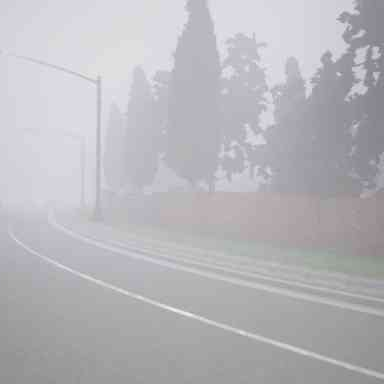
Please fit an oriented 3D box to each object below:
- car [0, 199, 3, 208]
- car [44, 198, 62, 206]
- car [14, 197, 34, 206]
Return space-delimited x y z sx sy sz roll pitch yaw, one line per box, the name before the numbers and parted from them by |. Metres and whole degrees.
car | -25.487 1.264 41.925 2.128 1.511 4.902 0 -1 -13
car | -24.799 1.822 59.665 1.994 1.385 4.181 0 -3 -2
car | -27.886 1.615 55.252 1.812 1.442 4.674 0 -2 -7
